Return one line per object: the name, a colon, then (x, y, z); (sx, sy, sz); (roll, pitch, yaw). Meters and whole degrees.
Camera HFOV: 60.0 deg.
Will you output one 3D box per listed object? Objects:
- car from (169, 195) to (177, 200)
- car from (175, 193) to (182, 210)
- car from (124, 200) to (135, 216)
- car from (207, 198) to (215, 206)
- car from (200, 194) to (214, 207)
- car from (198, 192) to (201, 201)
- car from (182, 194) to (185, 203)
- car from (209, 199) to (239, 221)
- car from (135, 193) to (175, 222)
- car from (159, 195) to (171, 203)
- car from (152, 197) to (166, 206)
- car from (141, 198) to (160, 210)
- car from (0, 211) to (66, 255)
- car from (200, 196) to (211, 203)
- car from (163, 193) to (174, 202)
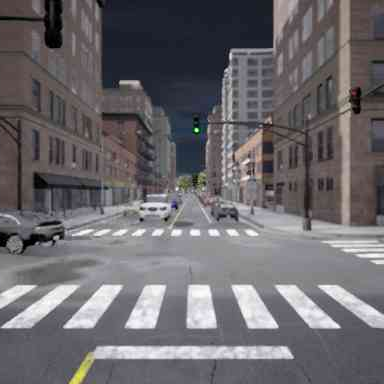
car: (-5.357, 1.505, 94.469); (1.802, 1.307, 4.206); (0, 0, 0)
car: (-2.820, 1.195, 42.091); (2.150, 2.045, 5.566); (0, 0, 0)
car: (-5.377, 1.506, 31.804); (1.752, 1.417, 4.829); (0, 0, 0)
car: (2.648, 1.562, 31.973); (1.802, 1.307, 4.206); (0, 0, 0)
car: (2.654, 1.407, 49.018); (1.967, 1.590, 4.097); (0, 0, 0)
car: (2.657, 1.272, 60.382); (2.192, 1.841, 5.009); (0, 0, 0)
car: (-2.733, 1.524, 60.258); (1.994, 1.385, 4.181); (0, 0, 0)
car: (2.646, 1.535, 26.292); (2.008, 1.369, 4.403); (0, 0, 0)
car: (-2.836, 1.204, 26.672); (2.150, 2.045, 5.566); (0, 0, 0)
car: (-5.366, 1.393, 66.062); (1.967, 1.590, 4.097); (0, 0, 0)
car: (-5.370, 1.513, 54.699); (2.008, 1.369, 4.403); (0, 0, 0)
car: (-5.373, 1.538, 43.337); (1.947, 1.339, 4.313); (0, 0, 0)
car: (-7.407, 1.514, 13.110); (4.902, 1.511, 2.128); (0, 0, 16)
car: (2.659, 1.518, 66.064); (1.947, 1.339, 4.313); (0, 0, 0)
car: (-5.363, 1.258, 77.424); (2.192, 1.841, 5.009); (0, 0, 0)
